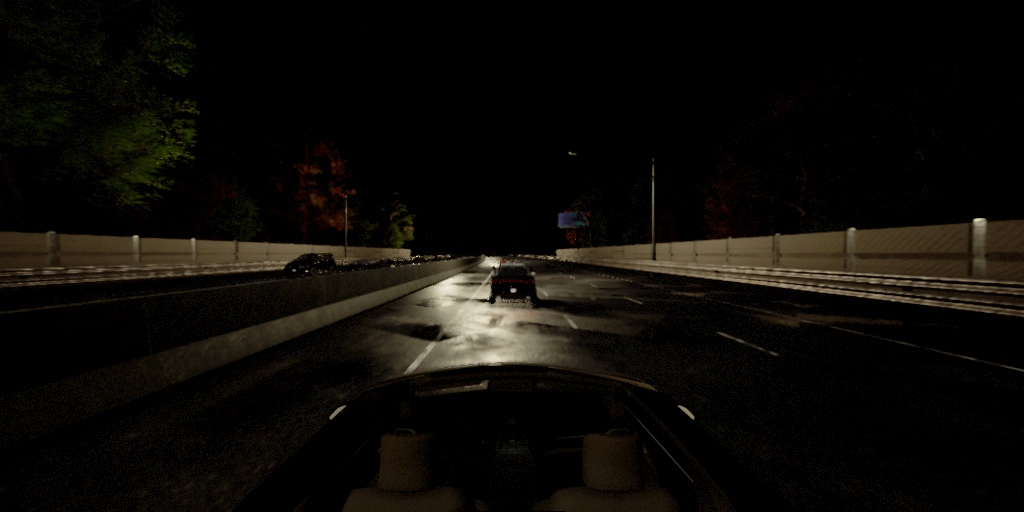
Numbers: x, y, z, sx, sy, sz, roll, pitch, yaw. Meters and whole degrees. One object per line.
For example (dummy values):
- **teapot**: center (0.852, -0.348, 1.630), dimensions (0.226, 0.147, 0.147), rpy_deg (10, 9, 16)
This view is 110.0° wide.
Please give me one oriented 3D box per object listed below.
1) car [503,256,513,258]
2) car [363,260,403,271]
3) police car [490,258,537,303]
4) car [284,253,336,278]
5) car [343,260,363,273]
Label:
- **car**: center (-0.480, 0.814, 46.041), dimensions (2.097, 1.767, 4.553), rpy_deg (0, 0, -1)
- **car**: center (-10.835, 1.073, 31.084), dimensions (1.837, 1.490, 4.892), rpy_deg (0, 1, -1)
- **police car**: center (0.034, 1.081, 16.223), dimensions (1.930, 1.638, 5.238), rpy_deg (0, 0, 0)
- **car**: center (-17.852, 0.791, 32.066), dimensions (2.150, 2.045, 5.566), rpy_deg (0, 0, -1)
- **car**: center (-14.383, 1.116, 34.294), dimensions (1.994, 1.385, 4.181), rpy_deg (0, 0, -1)
